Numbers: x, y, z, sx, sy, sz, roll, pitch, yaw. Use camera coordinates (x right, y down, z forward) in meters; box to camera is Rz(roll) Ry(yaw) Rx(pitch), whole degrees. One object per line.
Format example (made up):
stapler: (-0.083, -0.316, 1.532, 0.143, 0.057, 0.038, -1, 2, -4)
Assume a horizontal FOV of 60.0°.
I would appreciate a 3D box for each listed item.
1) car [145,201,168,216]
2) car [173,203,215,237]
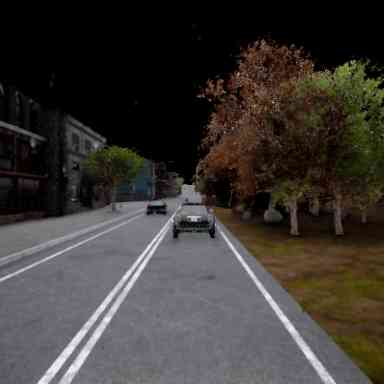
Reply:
car: (-3.342, 1.545, 32.622, 2.033, 1.411, 5.357, 0, 0, 0)
car: (0.105, 1.351, 18.164, 2.097, 1.767, 4.553, 0, 0, 0)
